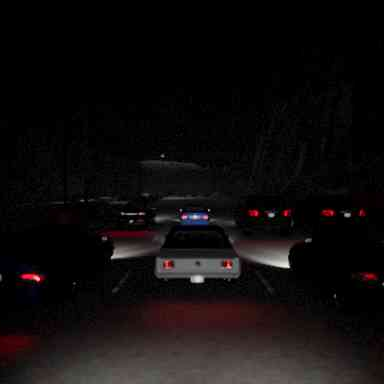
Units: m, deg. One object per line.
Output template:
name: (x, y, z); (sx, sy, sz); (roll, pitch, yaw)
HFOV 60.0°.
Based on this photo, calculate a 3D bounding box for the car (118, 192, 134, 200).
car: (-13.725, 1.177, 67.728); (1.837, 1.490, 4.892); (0, 0, 0)

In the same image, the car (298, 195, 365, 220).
car: (7.158, 1.144, 17.968); (2.150, 2.045, 5.566); (0, 0, 0)

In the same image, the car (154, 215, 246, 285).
car: (0.130, 1.560, 9.291); (1.895, 1.301, 4.718); (0, 0, 0)

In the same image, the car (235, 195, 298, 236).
car: (3.659, 1.144, 17.943); (2.150, 2.045, 5.566); (0, 0, 0)

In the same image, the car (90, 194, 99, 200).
car: (-24.077, 1.134, 80.586); (1.895, 1.301, 4.718); (0, 1, 1)

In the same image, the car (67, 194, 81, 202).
car: (-24.224, 1.156, 67.822); (1.882, 1.535, 5.008); (0, 0, 0)

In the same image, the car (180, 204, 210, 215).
car: (0.179, 1.455, 21.302); (2.033, 1.411, 5.357); (0, 0, 0)

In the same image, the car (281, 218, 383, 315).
car: (3.623, 1.531, 7.480); (1.994, 1.385, 4.181); (0, 0, 0)

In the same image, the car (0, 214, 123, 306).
car: (-3.374, 1.511, 8.208); (2.033, 1.411, 5.357); (0, 0, 0)

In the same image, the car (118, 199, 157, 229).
car: (-3.323, 1.402, 20.620); (2.128, 1.511, 4.902); (0, 0, 0)

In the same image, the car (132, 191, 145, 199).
car: (-13.577, 0.764, 80.571); (2.150, 2.045, 5.566); (0, 1, 1)
